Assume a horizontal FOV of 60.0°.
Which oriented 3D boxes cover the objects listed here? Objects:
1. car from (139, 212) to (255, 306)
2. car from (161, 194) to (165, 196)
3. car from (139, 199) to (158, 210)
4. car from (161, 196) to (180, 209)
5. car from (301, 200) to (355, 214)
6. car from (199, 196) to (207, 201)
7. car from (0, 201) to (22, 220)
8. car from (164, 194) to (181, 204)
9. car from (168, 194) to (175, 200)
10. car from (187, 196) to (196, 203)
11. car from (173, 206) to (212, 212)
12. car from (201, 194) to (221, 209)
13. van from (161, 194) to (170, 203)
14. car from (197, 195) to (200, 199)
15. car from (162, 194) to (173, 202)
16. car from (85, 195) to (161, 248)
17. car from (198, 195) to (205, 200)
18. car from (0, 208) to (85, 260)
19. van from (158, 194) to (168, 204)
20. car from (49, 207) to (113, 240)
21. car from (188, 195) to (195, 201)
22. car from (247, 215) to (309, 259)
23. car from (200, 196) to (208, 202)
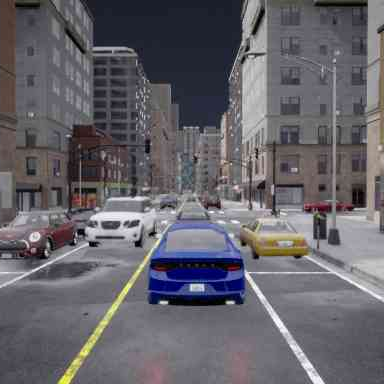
[{"bbox_3d":[0.084,1.478,8.135,1.882,1.535,5.008,0,0,0],"label":"car"},{"bbox_3d":[-5.765,1.572,55.587,1.752,1.417,4.829,-1,0,0],"label":"car"},{"bbox_3d":[-5.748,1.601,44.585,1.947,1.339,4.313,-1,0,0],"label":"car"},{"bbox_3d":[-3.167,1.584,45.331,2.033,1.411,5.357,0,0,0],"label":"car"},{"bbox_3d":[13.307,1.458,32.857,4.718,1.301,1.895,-1,1,-1],"label":"car"},{"bbox_3d":[2.726,1.633,83.699,1.947,1.339,4.313,-1,0,0],"label":"car"},{"bbox_3d":[-18.073,1.664,29.494,5.008,1.535,1.882,0,1,-1],"label":"car"},{"bbox_3d":[-3.175,1.552,55.229,1.837,1.490,4.892,0,0,0],"label":"car"},{"bbox_3d":[-5.828,1.513,94.857,1.967,1.590,4.097,-1,0,0],"label":"car"},{"bbox_3d":[-0.117,1.579,74.028,2.128,1.511,4.902,0,0,0],"label":"car"},{"bbox_3d":[0.073,1.605,17.498,1.895,1.301,4.718,0,0,0],"label":"car"},{"bbox_3d":[2.775,1.350,44.598,2.192,1.841,5.009,-1,0,0],"label":"car"},{"bbox_3d":[-5.794,1.402,72.515,1.690,1.788,3.998,-1,0,0],"label":"van"},{"bbox_3d":[2.745,1.372,66.942,2.192,1.841,5.009,-1,0,0],"label":"car"},{"bbox_3d":[-5.803,1.379,78.101,2.192,1.841,5.009,-1,0,0],"label":"car"},{"bbox_3d":[-2.967,1.226,15.153,2.150,2.045,5.566,0,0,2],"label":"car"},{"bbox_3d":[2.711,1.623,94.871,2.008,1.369,4.403,-1,0,0],"label":"car"},{"bbox_3d":[-5.697,1.442,12.215,1.967,1.590,4.097,-1,0,0],"label":"car"},{"bbox_3d":[-5.785,1.398,66.929,1.690,1.788,3.998,-1,0,0],"label":"van"},{"bbox_3d":[-5.705,1.571,17.712,1.947,1.339,4.313,-1,0,0],"label":"car"},{"bbox_3d":[-0.134,1.537,84.480,1.895,1.301,4.718,0,0,0],"label":"car"},{"bbox_3d":[2.828,1.527,12.400,1.752,1.417,4.829,-1,0,0],"label":"car"},{"bbox_3d":[2.733,1.590,78.284,1.752,1.417,4.829,-1,0,0],"label":"car"}]
